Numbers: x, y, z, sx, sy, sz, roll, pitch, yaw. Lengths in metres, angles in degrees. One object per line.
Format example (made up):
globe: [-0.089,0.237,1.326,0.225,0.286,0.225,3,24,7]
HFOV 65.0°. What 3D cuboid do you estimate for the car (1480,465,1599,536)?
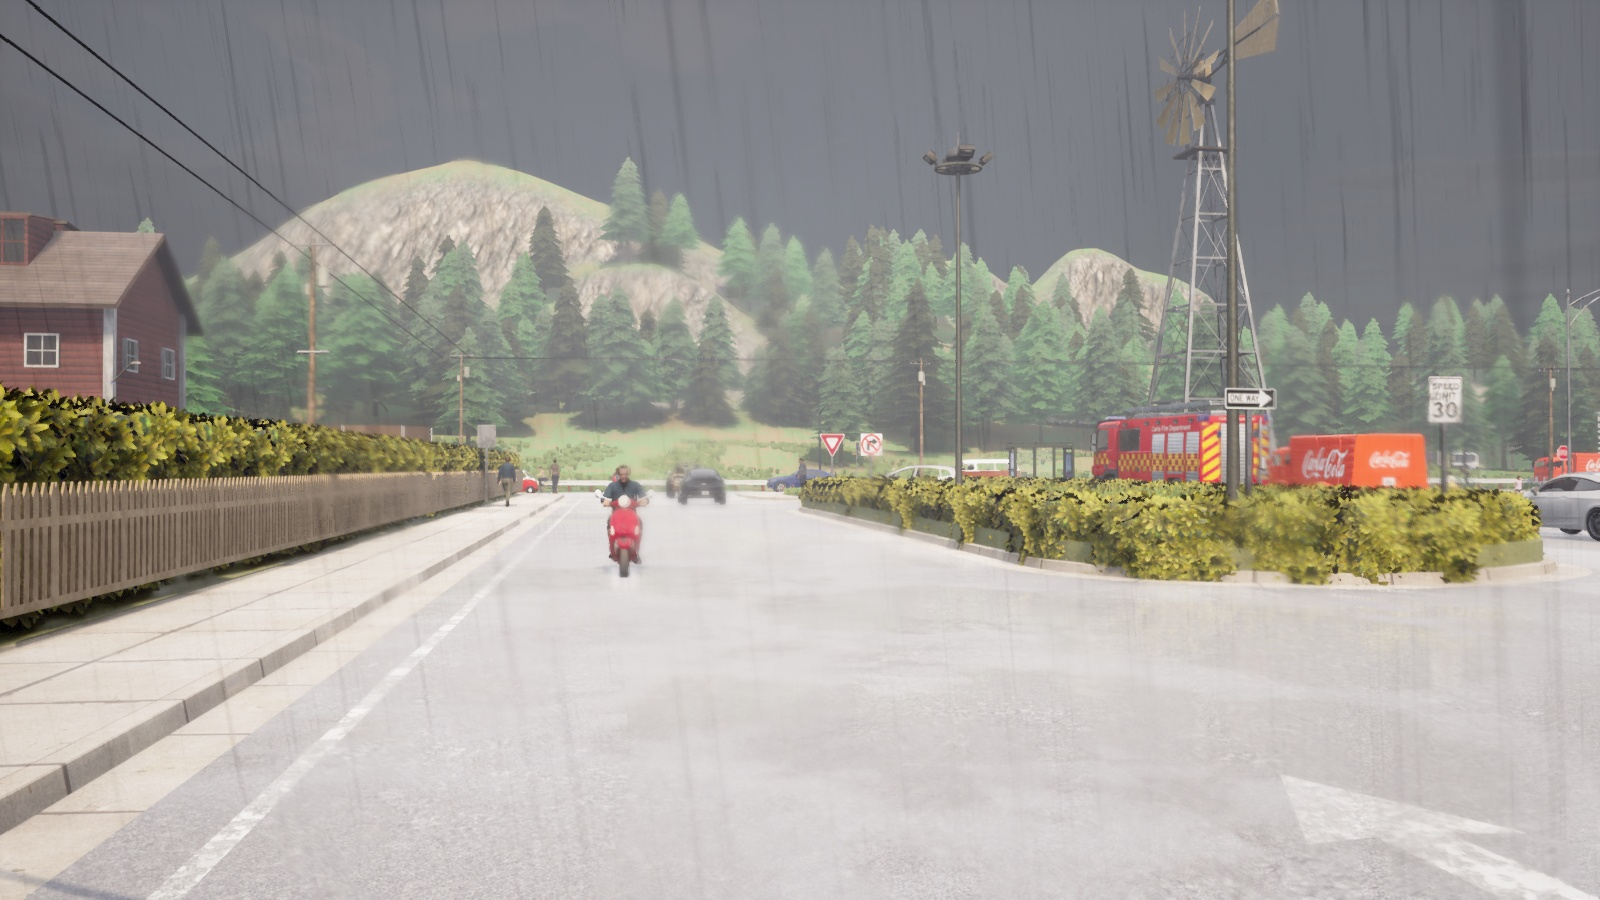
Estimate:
car: [17.199,1.058,27.316,1.812,1.442,4.674,0,-1,-8]

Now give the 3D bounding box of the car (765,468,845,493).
car: [0.283,1.871,76.929,4.674,1.442,1.812,0,-1,-8]

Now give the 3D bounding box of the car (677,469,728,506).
car: [-4.202,1.575,53.575,1.837,1.490,4.892,0,-1,-8]

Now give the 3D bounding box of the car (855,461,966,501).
car: [4.821,1.348,54.410,4.611,1.667,2.242,-1,-1,10]

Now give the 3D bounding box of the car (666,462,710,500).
car: [-5.724,1.535,63.541,1.932,1.855,4.605,0,-1,-9]

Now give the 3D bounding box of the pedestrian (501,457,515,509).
pedestrian: [-10.385,1.160,44.654,0.370,1.835,0.726,0,-1,-6]

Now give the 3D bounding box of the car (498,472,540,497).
car: [-15.905,1.963,71.096,2.207,1.376,1.481,-1,-1,-8]

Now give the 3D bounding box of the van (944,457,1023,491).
van: [11.443,1.493,78.517,4.480,2.038,2.069,0,-1,-8]

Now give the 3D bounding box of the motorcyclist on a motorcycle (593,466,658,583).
motorcyclist on a motorcycle: [-2.532,1.035,18.188,0.866,1.590,1.817,0,-1,-8]

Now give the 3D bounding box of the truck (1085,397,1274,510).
truck: [13.911,0.160,46.998,2.891,3.827,8.468,0,-1,-13]

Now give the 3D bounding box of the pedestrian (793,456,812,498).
pedestrian: [0.106,1.261,58.971,0.788,1.949,0.423,-1,-1,22]

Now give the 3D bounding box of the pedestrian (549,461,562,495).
pedestrian: [-12.866,1.469,66.014,0.328,1.805,0.869,-1,-1,13]

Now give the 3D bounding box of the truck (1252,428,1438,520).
truck: [15.742,0.683,36.715,2.627,2.467,5.204,0,-1,-8]
